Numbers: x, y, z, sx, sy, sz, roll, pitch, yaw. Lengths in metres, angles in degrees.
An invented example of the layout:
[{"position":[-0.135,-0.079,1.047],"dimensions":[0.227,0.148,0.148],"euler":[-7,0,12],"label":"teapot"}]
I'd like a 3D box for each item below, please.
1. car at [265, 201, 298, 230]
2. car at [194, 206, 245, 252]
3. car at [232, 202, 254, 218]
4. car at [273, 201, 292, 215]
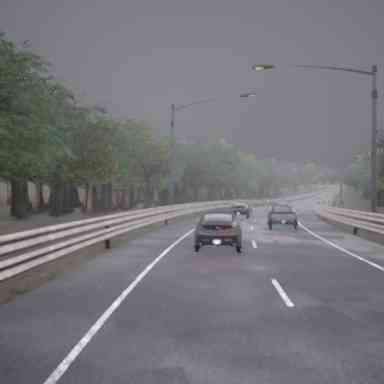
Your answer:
[{"position":[6.138,1.664,22.939],"dimensions":[2.128,1.511,4.902],"euler":[1,0,11],"label":"car"},{"position":[1.188,1.572,14.433],"dimensions":[1.837,1.490,4.892],"euler":[0,0,7],"label":"car"},{"position":[4.858,1.721,32.540],"dimensions":[1.837,1.490,4.892],"euler":[0,0,16],"label":"car"},{"position":[10.805,1.847,39.636],"dimensions":[1.837,1.490,4.892],"euler":[0,0,19],"label":"car"}]
